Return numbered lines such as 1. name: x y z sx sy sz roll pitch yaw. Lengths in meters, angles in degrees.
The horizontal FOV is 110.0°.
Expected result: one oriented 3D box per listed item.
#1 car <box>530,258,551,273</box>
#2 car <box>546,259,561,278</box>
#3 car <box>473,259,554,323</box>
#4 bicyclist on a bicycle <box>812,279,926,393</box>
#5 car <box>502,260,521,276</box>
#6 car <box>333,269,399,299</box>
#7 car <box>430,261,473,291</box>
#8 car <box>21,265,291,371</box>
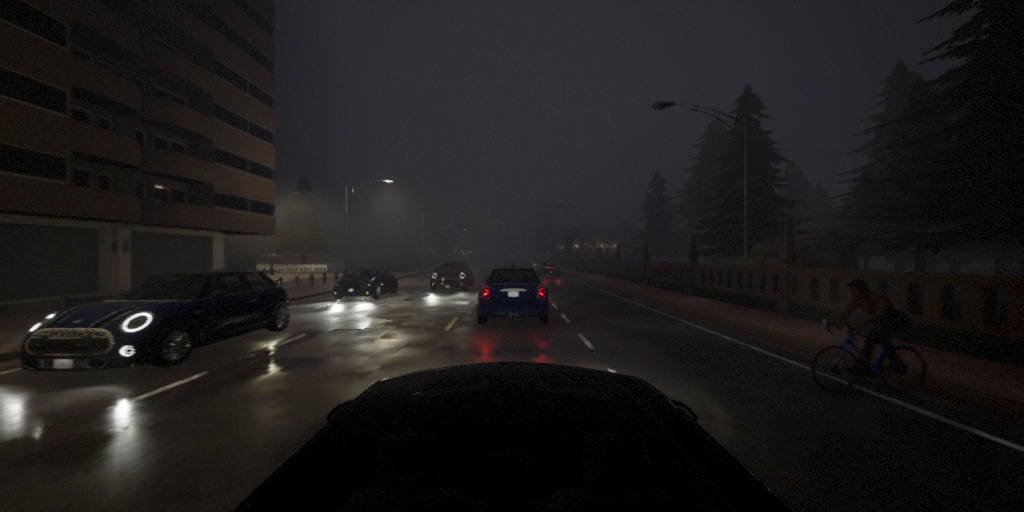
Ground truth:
1. car: 3.408 1.084 43.303 2.097 1.767 4.553 0 0 0
2. car: 3.453 1.225 34.042 2.128 1.511 4.902 0 0 0
3. car: 0.041 1.099 12.234 2.097 1.767 4.553 0 0 0
4. bicyclist on a bicycle: 5.118 1.159 5.143 1.656 1.620 0.582 0 0 0
5. car: -0.067 1.218 38.178 1.882 1.535 5.008 0 0 0
6. car: -7.165 1.324 17.930 1.994 1.385 4.181 0 0 -1
7. car: -3.591 1.103 22.078 2.097 1.767 4.553 0 0 0
8. car: -7.122 1.115 7.924 2.097 1.767 4.553 0 0 0
